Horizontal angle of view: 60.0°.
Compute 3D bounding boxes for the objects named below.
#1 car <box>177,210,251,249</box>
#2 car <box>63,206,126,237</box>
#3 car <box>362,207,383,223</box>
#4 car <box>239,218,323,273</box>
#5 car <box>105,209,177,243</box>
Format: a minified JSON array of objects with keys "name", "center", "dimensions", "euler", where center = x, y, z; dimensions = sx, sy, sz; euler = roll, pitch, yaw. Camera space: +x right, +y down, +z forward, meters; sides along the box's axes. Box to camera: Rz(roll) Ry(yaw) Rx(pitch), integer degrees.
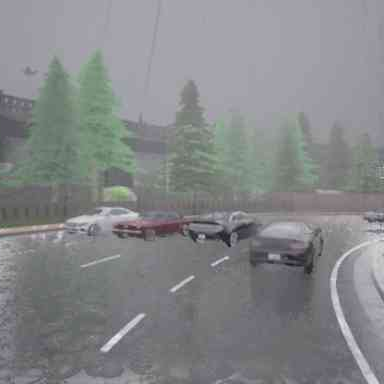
[{"name":"car","center":[1.698,1.567,15.182],"dimensions":[2.128,1.511,4.902],"euler":[0,0,32]},{"name":"car","center":[-4.736,1.538,18.280],"dimensions":[1.812,1.442,4.674],"euler":[0,0,33]},{"name":"car","center":[16.012,1.883,26.508],"dimensions":[4.718,1.301,1.895],"euler":[1,0,-21]},{"name":"car","center":[3.226,1.604,11.039],"dimensions":[1.812,1.442,4.674],"euler":[0,0,26]},{"name":"car","center":[-1.769,1.641,16.691],"dimensions":[1.895,1.301,4.718],"euler":[0,0,33]}]
